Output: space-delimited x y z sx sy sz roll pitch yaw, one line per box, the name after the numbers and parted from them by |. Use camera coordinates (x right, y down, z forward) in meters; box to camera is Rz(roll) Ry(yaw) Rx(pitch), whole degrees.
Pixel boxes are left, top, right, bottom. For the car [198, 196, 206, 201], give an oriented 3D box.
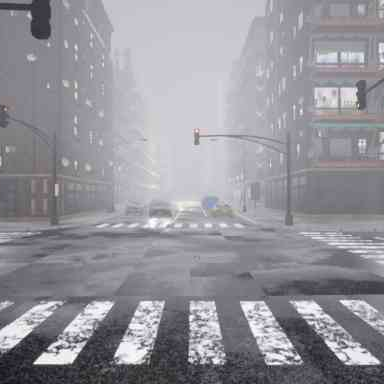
2.587 1.627 83.680 1.887 1.381 4.507 1 0 0 | car

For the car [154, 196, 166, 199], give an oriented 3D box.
-5.298 1.613 49.686 1.802 1.307 4.206 1 0 0 | car

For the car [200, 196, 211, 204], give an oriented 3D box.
2.585 1.604 66.712 2.008 1.369 4.403 1 0 0 | car

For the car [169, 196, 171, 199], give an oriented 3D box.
-5.297 1.627 61.002 1.802 1.307 4.206 1 0 0 | car

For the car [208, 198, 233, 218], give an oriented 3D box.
2.709 1.537 30.256 1.752 1.417 4.829 1 0 0 | car

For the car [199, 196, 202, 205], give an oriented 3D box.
2.585 1.347 49.744 2.192 1.841 5.009 1 0 0 | car

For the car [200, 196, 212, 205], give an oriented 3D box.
2.585 1.485 61.056 1.967 1.590 4.097 1 0 0 | car

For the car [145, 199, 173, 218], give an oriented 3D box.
-2.745 1.579 30.026 1.994 1.385 4.181 0 0 0 | car

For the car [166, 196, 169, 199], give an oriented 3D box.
-5.297 1.563 55.174 1.752 1.417 4.829 1 0 0 | car

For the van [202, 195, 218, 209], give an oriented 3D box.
2.616 1.366 44.090 1.690 1.788 3.998 1 0 0 | van

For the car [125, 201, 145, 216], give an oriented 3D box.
-5.430 1.565 32.713 2.008 1.369 4.403 1 0 0 | car
